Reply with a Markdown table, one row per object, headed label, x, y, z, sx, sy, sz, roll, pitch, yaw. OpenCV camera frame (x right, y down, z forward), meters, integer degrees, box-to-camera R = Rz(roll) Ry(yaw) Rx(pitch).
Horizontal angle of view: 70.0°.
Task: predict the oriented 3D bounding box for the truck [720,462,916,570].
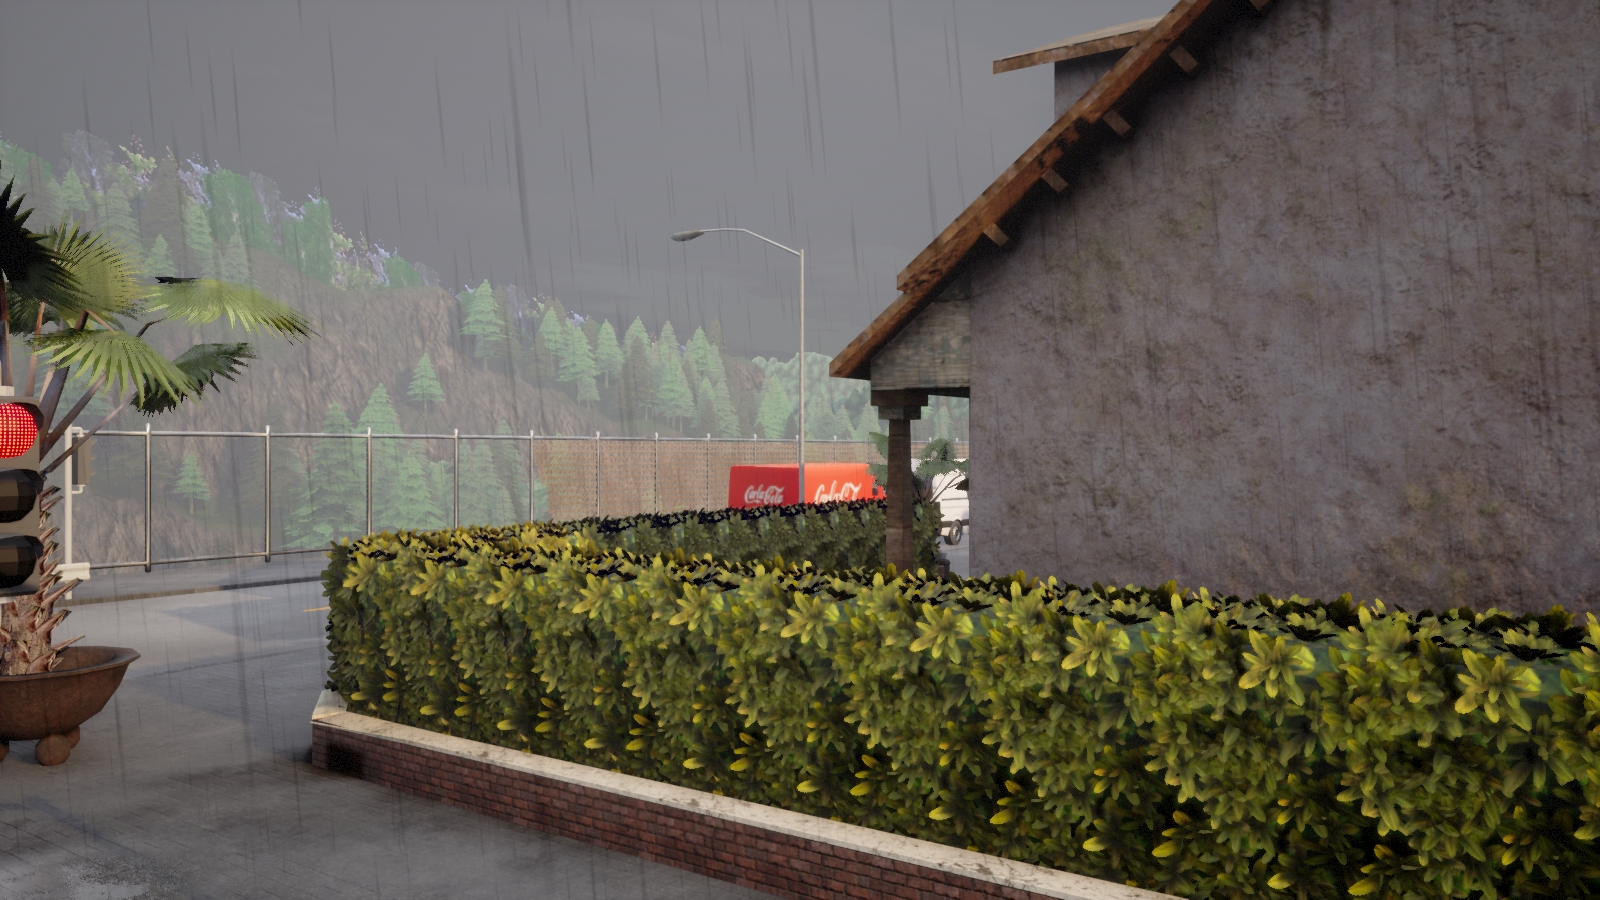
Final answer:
| label | x | y | z | sx | sy | sz | roll | pitch | yaw |
| --- | --- | --- | --- | --- | --- | --- | --- | --- | --- |
| truck | 0.584 | 1.568 | 29.600 | 2.627 | 2.467 | 5.204 | 0 | 0 | 35 |
